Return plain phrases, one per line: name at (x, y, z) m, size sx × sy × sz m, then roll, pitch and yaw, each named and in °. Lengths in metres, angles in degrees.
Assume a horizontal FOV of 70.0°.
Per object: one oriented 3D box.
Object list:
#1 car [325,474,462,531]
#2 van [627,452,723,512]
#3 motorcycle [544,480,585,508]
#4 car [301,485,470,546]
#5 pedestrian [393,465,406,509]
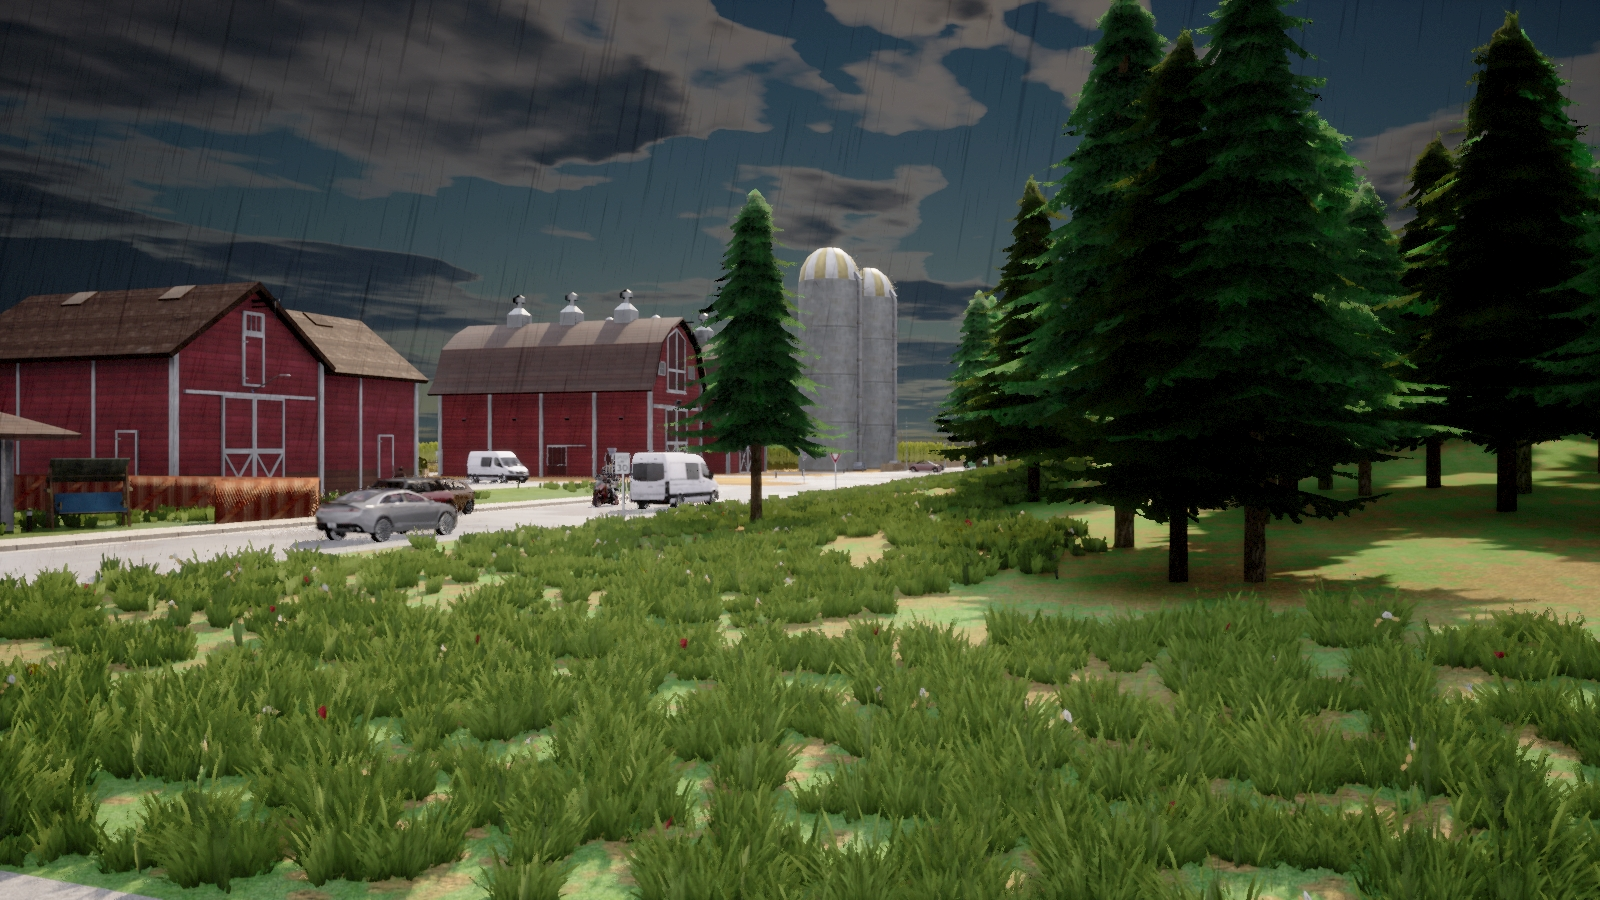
car at (-14.086, 1.766, 39.885) m, size 2.097 × 1.767 × 4.553 m, roll 0°, pitch 0°, yaw 20°
van at (-5.673, 1.394, 52.770) m, size 1.988 × 2.561 × 5.915 m, roll 0°, pitch 0°, yaw 20°
motorcycle at (-11.182, 2.065, 54.282) m, size 0.867 × 1.251 × 2.209 m, roll 0°, pitch 0°, yaw 20°
car at (-12.343, 1.907, 34.423) m, size 2.128 × 1.511 × 4.902 m, roll 0°, pitch 0°, yaw 20°
pedestrian at (-16.838, 1.555, 47.997) m, size 0.375 × 1.860 × 0.375 m, roll 0°, pitch 0°, yaw 8°
